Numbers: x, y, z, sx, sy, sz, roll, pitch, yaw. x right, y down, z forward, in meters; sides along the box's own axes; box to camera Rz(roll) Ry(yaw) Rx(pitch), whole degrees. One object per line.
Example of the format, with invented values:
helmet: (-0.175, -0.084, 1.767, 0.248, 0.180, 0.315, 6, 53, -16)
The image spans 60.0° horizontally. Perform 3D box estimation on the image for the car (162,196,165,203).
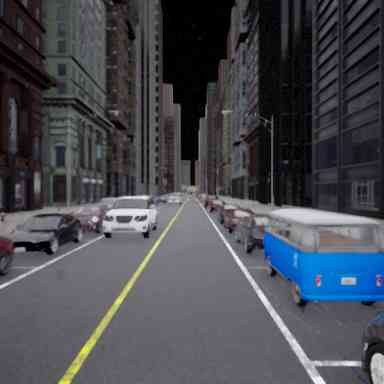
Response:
car: (-5.748, 1.511, 64.070, 1.887, 1.381, 4.507, 0, 0, 0)

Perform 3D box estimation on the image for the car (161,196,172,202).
car: (-5.745, 1.535, 75.343, 1.947, 1.339, 4.313, 0, 0, 0)

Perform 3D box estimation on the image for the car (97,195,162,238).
car: (-3.094, 1.204, 17.782, 2.150, 2.045, 5.566, 0, 0, 0)

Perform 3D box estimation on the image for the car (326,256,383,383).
car: (2.762, 1.548, 2.082, 2.008, 1.369, 4.403, 0, 0, 0)

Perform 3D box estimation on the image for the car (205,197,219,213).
car: (2.770, 1.516, 35.900, 1.887, 1.381, 4.507, 0, 0, 0)

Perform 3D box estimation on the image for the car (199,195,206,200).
car: (2.785, 1.500, 92.432, 1.752, 1.417, 4.829, 0, 0, 0)

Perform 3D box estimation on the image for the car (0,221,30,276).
car: (-5.762, 1.573, 7.704, 1.802, 1.307, 4.206, 0, 0, 0)

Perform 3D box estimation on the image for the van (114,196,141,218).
van: (-5.757, 1.315, 30.250, 1.690, 1.788, 3.998, 0, 0, 0)

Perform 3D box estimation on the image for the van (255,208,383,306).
van: (2.763, 1.332, 7.718, 1.690, 1.788, 3.998, 0, 0, 0)

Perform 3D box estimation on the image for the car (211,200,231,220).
car: (2.767, 1.528, 24.627, 2.008, 1.369, 4.403, 0, 0, 0)

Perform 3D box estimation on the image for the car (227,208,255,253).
car: (2.764, 1.536, 13.355, 2.008, 1.369, 4.403, 0, 0, 0)

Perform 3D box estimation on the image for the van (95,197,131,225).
van: (-5.758, 1.318, 24.614, 1.690, 1.788, 3.998, 0, 0, 0)

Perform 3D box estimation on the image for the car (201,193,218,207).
car: (2.772, 1.282, 47.172, 2.192, 1.841, 5.009, 0, 0, 0)

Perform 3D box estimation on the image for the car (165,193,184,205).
car: (-3.034, 1.187, 58.030, 2.150, 2.045, 5.566, 0, 0, 1)

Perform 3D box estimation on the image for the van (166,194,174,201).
van: (-5.742, 1.314, 86.617, 1.690, 1.788, 3.998, 0, 0, 0)

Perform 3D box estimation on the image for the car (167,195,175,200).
car: (-5.740, 1.541, 92.253, 1.947, 1.339, 4.313, 0, 0, 0)

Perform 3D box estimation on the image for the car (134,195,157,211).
car: (-5.754, 1.284, 41.523, 2.192, 1.841, 5.009, 0, 0, 0)

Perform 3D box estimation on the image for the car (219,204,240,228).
car: (2.766, 1.563, 18.991, 1.802, 1.307, 4.206, 0, 0, 0)

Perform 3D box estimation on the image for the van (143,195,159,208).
van: (-5.752, 1.308, 47.159, 1.690, 1.788, 3.998, 0, 0, 0)

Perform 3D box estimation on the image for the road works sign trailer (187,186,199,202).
road works sign trailer: (0.019, 0.433, 71.670, 2.380, 3.560, 2.880, 0, 0, 0)

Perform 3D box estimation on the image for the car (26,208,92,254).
car: (-5.761, 1.552, 13.341, 1.947, 1.339, 4.313, 0, 0, 0)

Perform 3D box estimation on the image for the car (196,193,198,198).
car: (2.783, 1.413, 86.626, 1.967, 1.590, 4.097, 0, 0, 0)

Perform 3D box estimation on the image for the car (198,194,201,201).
car: (2.779, 1.493, 69.887, 1.752, 1.417, 4.829, 0, 0, 0)

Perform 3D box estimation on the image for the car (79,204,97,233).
car: (-5.759, 1.421, 18.978, 1.967, 1.590, 4.097, 0, 0, 0)

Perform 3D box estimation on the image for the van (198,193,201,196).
van: (2.780, 1.310, 75.353, 1.690, 1.788, 3.998, 0, 0, 0)
